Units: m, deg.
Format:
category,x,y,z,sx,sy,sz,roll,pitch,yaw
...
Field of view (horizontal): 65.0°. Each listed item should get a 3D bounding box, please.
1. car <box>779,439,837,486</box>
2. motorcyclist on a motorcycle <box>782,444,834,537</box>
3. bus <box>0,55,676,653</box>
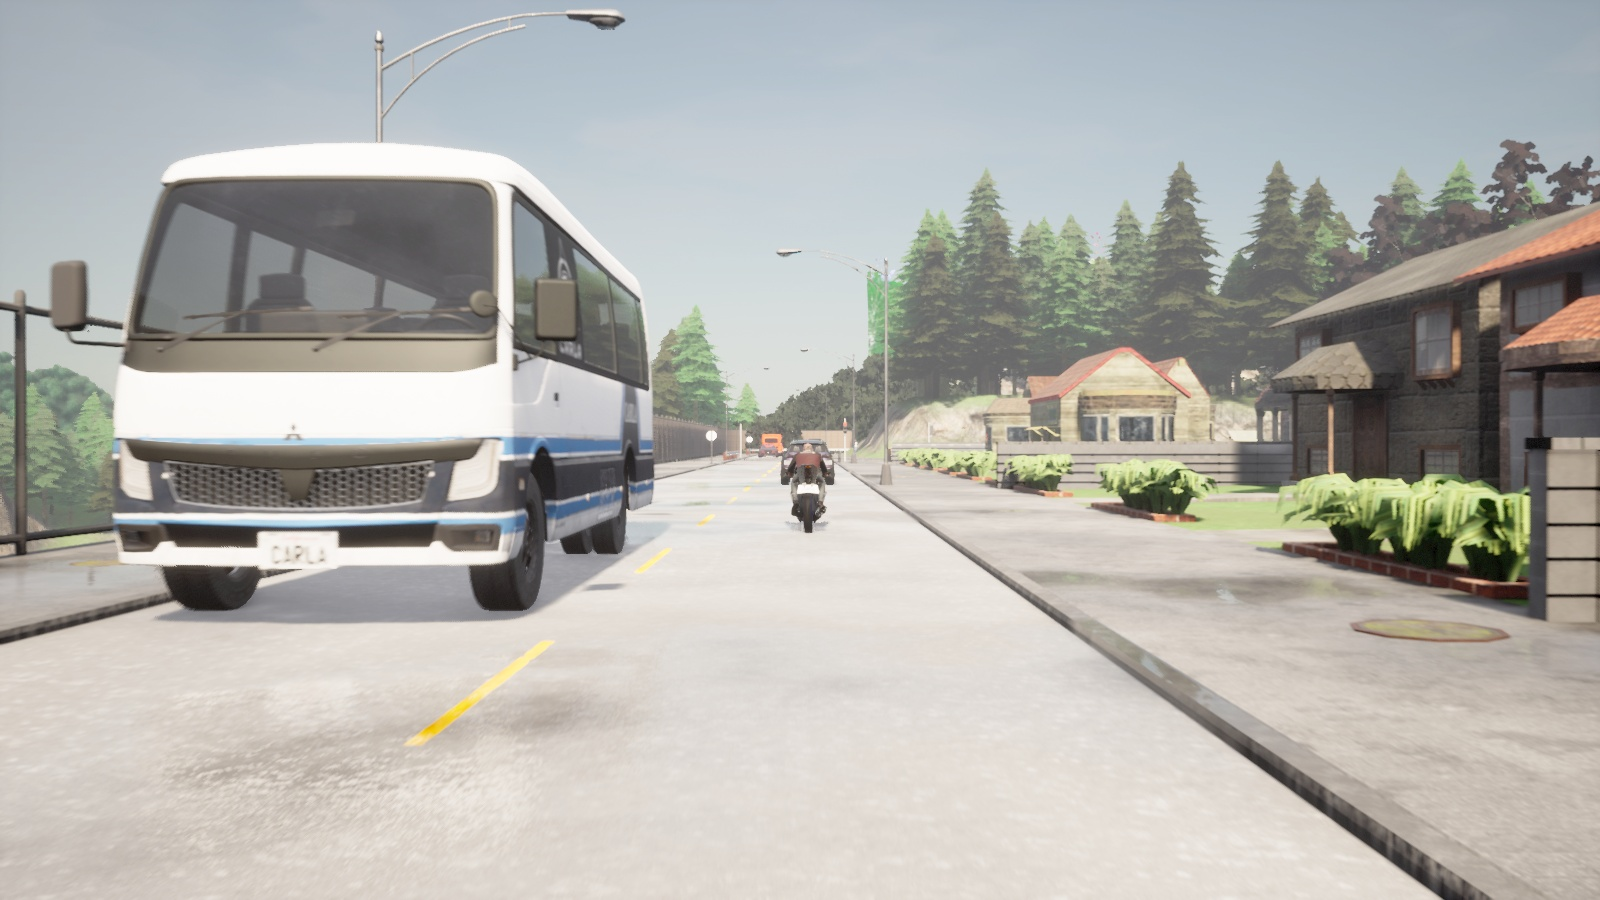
category,x,y,z,sx,sy,sz,roll,pitch,yaw
car,0.279,0.415,46.391,2.033,1.649,4.856,0,0,0
motorcyclist on a motorcycle,0.139,0.659,21.781,0.866,1.530,2.191,0,0,0
bus,-3.904,-0.712,14.077,3.944,4.253,10.273,0,0,0
